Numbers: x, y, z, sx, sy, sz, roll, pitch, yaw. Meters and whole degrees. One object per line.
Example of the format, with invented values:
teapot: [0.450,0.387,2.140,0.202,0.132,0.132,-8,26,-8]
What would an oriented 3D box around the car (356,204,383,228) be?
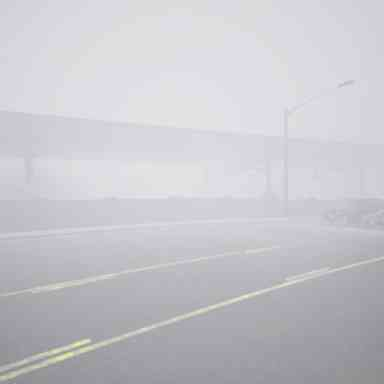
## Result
car: [13.377,1.709,22.091,4.674,1.442,1.812,1,-1,-29]

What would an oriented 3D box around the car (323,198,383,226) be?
car: [12.679,1.463,25.736,5.566,2.045,2.150,1,-1,-29]
